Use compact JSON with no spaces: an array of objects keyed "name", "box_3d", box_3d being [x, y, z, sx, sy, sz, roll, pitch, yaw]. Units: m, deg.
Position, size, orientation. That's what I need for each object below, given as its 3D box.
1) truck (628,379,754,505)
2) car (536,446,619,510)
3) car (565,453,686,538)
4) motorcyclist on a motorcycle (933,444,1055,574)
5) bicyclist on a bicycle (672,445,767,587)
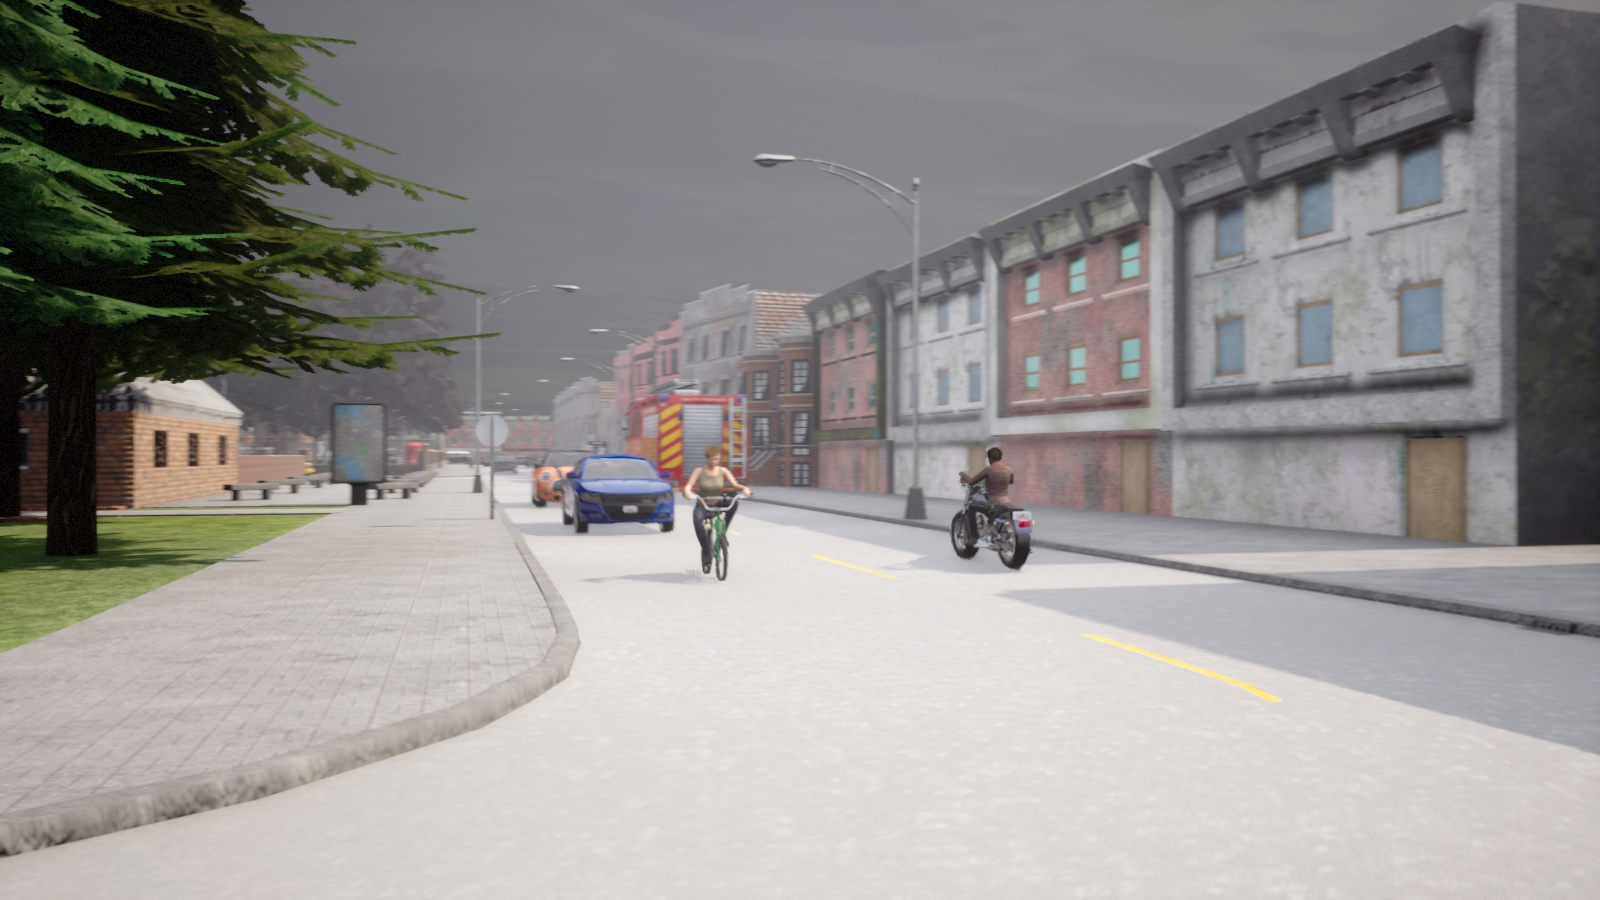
[{"name":"truck","box_3d":[-3.888,-0.223,42.479,2.891,3.827,8.468,0,0,-14]},{"name":"car","box_3d":[-6.646,0.788,37.145,2.097,1.767,4.553,0,0,-14]},{"name":"car","box_3d":[-3.644,0.845,25.447,1.882,1.535,5.008,0,0,-14]},{"name":"motorcyclist on a motorcycle","box_3d":[2.609,0.760,17.217,0.766,1.649,2.350,0,0,-14]},{"name":"bicyclist on a bicycle","box_3d":[-0.989,0.750,15.101,0.866,1.612,1.509,0,0,-14]}]
